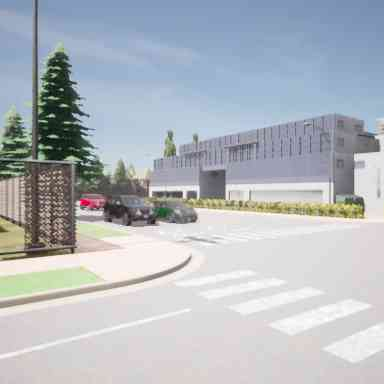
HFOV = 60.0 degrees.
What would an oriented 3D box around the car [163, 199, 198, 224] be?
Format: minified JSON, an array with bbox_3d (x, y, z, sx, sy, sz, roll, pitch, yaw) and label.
[{"bbox_3d":[-1.482,1.393,25.551,2.097,1.767,4.553,0,0,-35],"label":"car"}]

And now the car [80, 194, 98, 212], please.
[{"bbox_3d":[-11.841,1.262,40.304,2.150,2.045,5.566,0,0,-35],"label":"car"}]

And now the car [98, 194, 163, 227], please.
[{"bbox_3d":[-4.563,1.255,23.843,2.150,2.045,5.566,0,0,-35],"label":"car"}]
